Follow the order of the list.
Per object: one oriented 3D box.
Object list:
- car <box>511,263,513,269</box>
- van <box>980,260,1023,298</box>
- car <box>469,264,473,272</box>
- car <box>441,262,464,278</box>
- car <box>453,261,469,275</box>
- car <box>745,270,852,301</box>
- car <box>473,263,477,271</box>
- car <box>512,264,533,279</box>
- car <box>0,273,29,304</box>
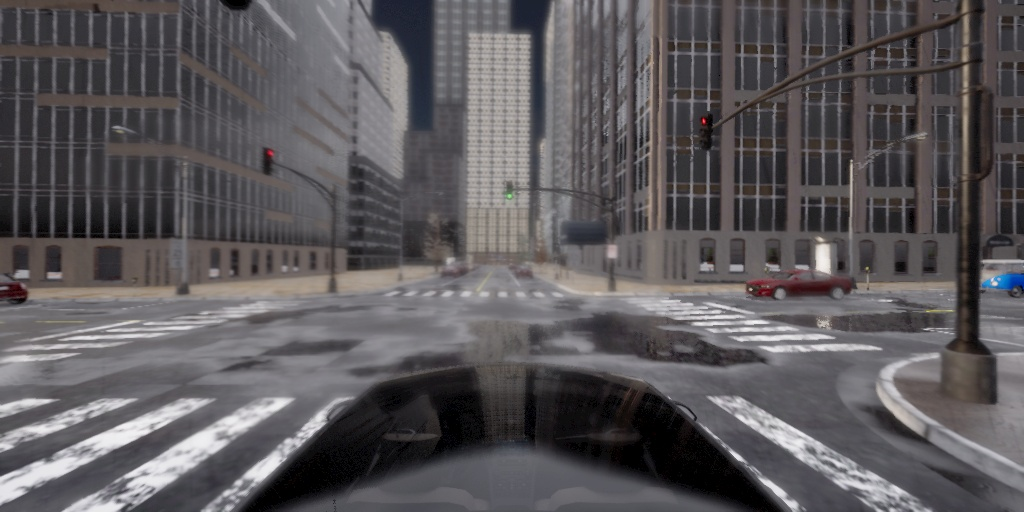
[{"bbox_3d":[1.177,1.892,47.031,1.751,1.417,4.829,0,0,-2],"label":"car"},{"bbox_3d":[25.017,1.078,17.758,3.998,1.789,1.690,0,0,-2],"label":"van"},{"bbox_3d":[-7.371,1.673,52.151,2.192,1.841,5.009,0,0,-2],"label":"car"},{"bbox_3d":[-7.015,1.757,41.038,1.888,1.381,4.507,0,0,-2],"label":"car"},{"bbox_3d":[-7.193,1.599,46.595,2.192,1.841,5.009,0,0,-2],"label":"car"},{"bbox_3d":[13.712,1.346,17.309,4.507,1.381,1.888,0,0,-2],"label":"car"},{"bbox_3d":[-7.723,2.030,63.093,1.751,1.417,4.829,0,0,-2],"label":"car"},{"bbox_3d":[1.361,1.733,41.305,1.967,1.591,4.097,0,0,-2],"label":"car"},{"bbox_3d":[-24.359,1.458,15.764,4.097,1.591,1.967,0,0,-2],"label":"car"}]
